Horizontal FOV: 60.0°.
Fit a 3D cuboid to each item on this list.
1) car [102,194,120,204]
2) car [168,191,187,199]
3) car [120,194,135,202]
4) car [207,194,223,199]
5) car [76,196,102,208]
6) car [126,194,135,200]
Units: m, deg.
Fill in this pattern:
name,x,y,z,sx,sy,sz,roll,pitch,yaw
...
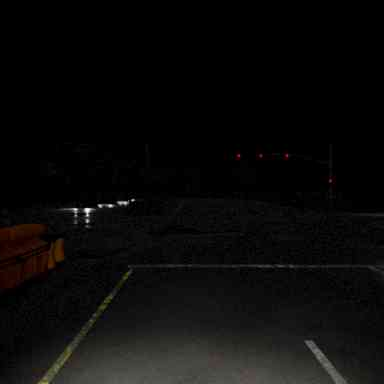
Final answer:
name,x,y,z,sx,sy,sz,roll,pitch,yaw
car,-14.020,1.130,55.482,2.097,1.767,4.553,0,0,0
car,-4.171,0.822,95.213,2.150,2.045,5.566,0,0,-22
car,-13.937,1.244,69.162,2.128,1.511,4.902,0,0,0
car,6.999,1.146,94.647,2.033,1.411,5.357,0,0,-18
car,-14.047,1.331,44.641,1.837,1.490,4.892,0,0,0
car,-15.749,1.174,84.888,2.128,1.511,4.902,0,0,-10
